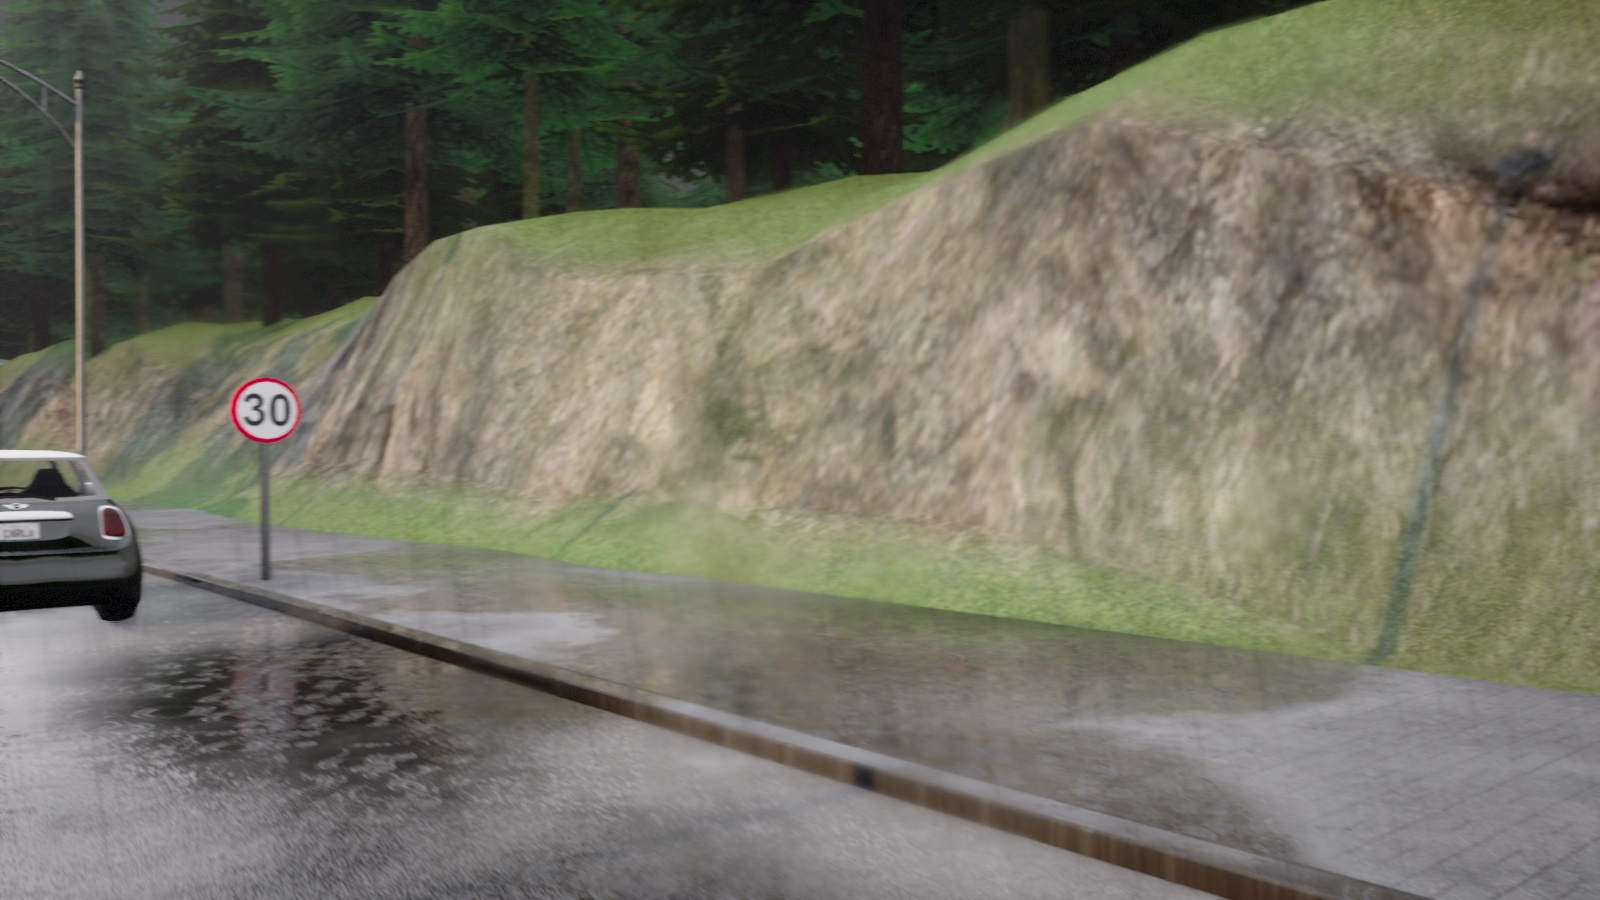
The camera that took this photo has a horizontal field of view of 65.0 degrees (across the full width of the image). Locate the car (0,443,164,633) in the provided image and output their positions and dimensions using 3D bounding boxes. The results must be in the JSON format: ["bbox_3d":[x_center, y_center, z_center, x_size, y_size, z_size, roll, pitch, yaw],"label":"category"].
[{"bbox_3d":[-7.298,0.683,11.367,1.970,1.475,3.806,0,0,-39],"label":"car"}]
